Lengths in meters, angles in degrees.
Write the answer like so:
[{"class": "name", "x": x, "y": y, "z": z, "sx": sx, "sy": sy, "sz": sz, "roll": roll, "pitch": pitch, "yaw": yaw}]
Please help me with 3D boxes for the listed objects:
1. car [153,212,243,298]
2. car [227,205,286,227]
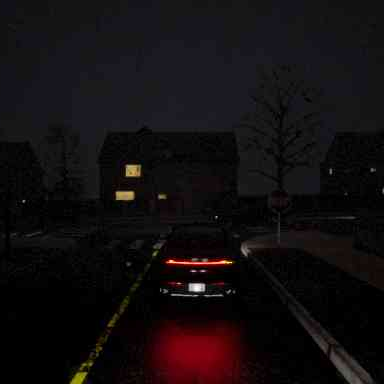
[{"class": "car", "x": 0.187, "y": 1.505, "z": 8.520, "sx": 1.837, "sy": 1.490, "sz": 4.892, "roll": 0, "pitch": 0, "yaw": 2}, {"class": "car", "x": 3.298, "y": 1.474, "z": 20.607, "sx": 4.718, "sy": 1.301, "sz": 1.895, "roll": -2, "pitch": 1, "yaw": -15}]
